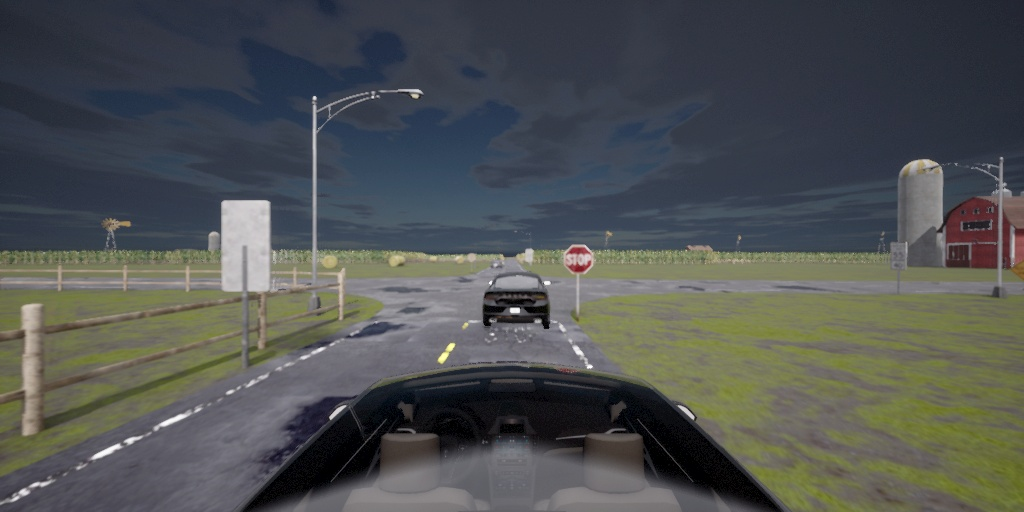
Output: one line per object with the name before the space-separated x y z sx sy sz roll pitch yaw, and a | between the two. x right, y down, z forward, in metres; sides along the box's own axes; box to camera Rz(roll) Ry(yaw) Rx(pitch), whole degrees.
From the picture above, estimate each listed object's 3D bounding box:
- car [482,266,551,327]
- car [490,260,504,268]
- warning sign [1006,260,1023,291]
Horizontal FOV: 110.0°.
car | 0.229 1.245 11.641 1.882 1.535 5.008 0 0 3
car | -2.633 1.370 60.608 2.128 1.511 4.902 0 0 1
warning sign | 29.404 1.095 20.513 1.060 1.860 1.300 0 0 0
